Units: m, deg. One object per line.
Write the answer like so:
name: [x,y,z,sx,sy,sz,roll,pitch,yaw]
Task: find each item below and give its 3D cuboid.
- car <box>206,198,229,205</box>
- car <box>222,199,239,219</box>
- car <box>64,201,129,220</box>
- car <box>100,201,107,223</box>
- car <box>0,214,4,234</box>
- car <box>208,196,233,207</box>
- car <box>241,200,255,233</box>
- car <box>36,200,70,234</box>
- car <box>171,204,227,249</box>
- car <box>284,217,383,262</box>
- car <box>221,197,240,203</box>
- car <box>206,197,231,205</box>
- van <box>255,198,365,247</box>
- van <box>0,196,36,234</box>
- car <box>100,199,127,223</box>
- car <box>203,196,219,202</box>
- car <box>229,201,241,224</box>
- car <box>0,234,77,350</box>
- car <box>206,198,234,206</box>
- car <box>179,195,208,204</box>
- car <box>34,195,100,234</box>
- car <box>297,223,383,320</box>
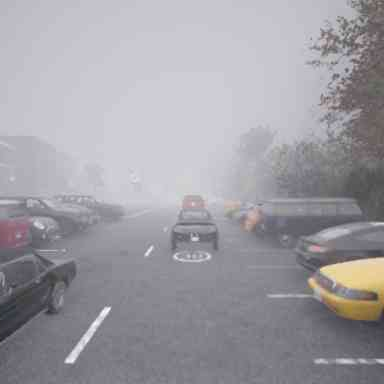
car: [5.195,1.919,69.127,4.674,1.452,2.002,0,-1,0]
car: [5.111,1.499,25.377,5.008,1.535,2.097,0,0,0]
car: [-7.974,1.515,28.208,4.892,1.521,2.231,0,0,0]
car: [-7.977,1.482,19.803,4.892,1.521,2.231,0,0,0]
car: [-8.000,1.478,8.589,4.892,1.521,2.231,0,0,0]
car: [5.176,1.829,59.429,4.674,1.452,2.002,0,-1,0]
car: [5.061,1.352,17.022,4.553,1.767,2.185,0,0,0]
car: [-8.022,1.350,14.198,4.553,1.767,2.185,0,0,0]
car: [0.106,1.488,14.504,2.128,1.511,4.902,0,0,0]
car: [5.083,1.517,8.670,4.674,1.452,2.002,0,0,0]
car: [9.447,1.848,81.353,4.181,1.385,1.994,0,-3,-8]
car: [5.186,1.850,65.851,4.892,1.521,2.231,0,-1,0]
van: [5.206,1.249,14.242,4.442,1.987,1.878,0,0,0]
van: [-8.109,1.251,11.393,4.442,1.987,1.878,0,0,0]
car: [-7.945,1.249,25.409,5.566,2.045,2.435,0,0,0]
car: [5.281,1.980,93.463,4.553,1.767,2.185,0,-1,0]
car: [5.103,1.529,22.590,4.674,1.452,2.002,0,0,0]
car: [-3.349,1.599,4.796,1.895,1.301,4.718,0,0,0]
car: [5.190,1.818,62.578,5.008,1.535,2.097,0,-1,0]
car: [0.147,1.289,32.993,2.150,2.045,5.566,0,0,1]
car: [-7.959,1.227,16.998,5.566,2.045,2.435,0,0,0]
car: [4.899,1.475,5.885,5.366,1.575,1.946,0,0,0]
